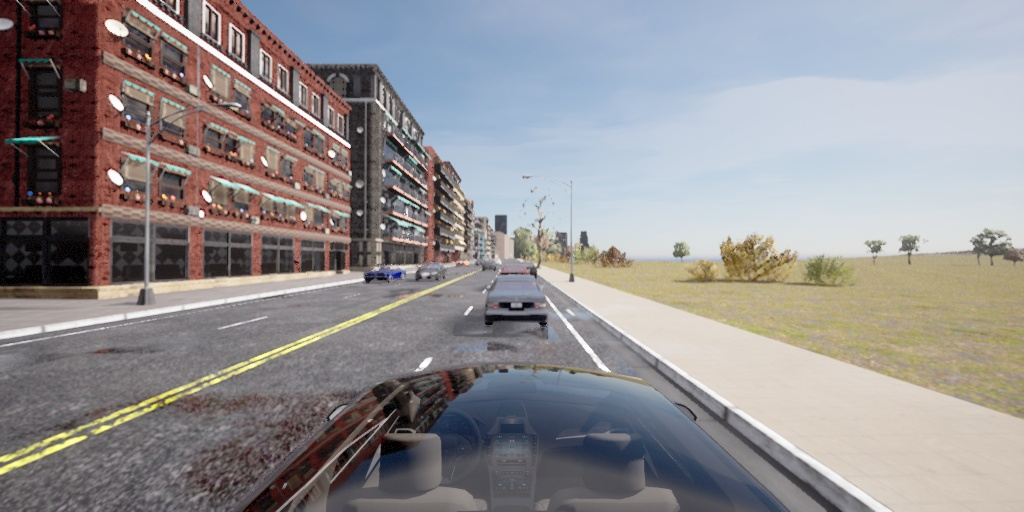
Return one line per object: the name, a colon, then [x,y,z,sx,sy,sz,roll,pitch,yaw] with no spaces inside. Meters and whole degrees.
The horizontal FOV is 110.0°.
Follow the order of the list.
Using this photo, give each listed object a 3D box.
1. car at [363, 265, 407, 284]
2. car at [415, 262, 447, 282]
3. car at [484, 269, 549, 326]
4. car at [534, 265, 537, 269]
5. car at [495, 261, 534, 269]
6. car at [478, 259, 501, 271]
car: [-9.789,1.386,27.880,1.895,1.301,4.718,0,0,0]
car: [-6.534,1.278,29.320,2.128,1.511,4.902,0,0,0]
car: [0.123,1.311,11.696,2.033,1.411,5.357,0,0,0]
car: [1.209,1.268,31.969,1.882,1.535,5.008,0,0,0]
car: [0.152,1.256,22.532,1.882,1.535,5.008,0,0,0]
car: [-3.122,1.303,49.862,2.128,1.511,4.902,0,0,0]
